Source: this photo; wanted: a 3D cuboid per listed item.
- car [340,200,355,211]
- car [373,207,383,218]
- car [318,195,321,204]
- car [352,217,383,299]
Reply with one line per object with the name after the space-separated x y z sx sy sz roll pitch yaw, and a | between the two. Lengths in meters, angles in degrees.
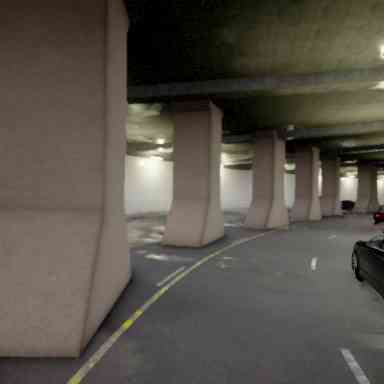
21.279 1.829 46.578 4.674 1.442 1.812 1 0 -39 | car
15.592 1.821 25.918 1.895 1.301 4.718 1 0 39 | car
18.042 1.483 48.507 5.566 2.045 2.150 1 0 -40 | car
4.787 1.559 7.062 2.128 1.511 4.902 1 0 14 | car
